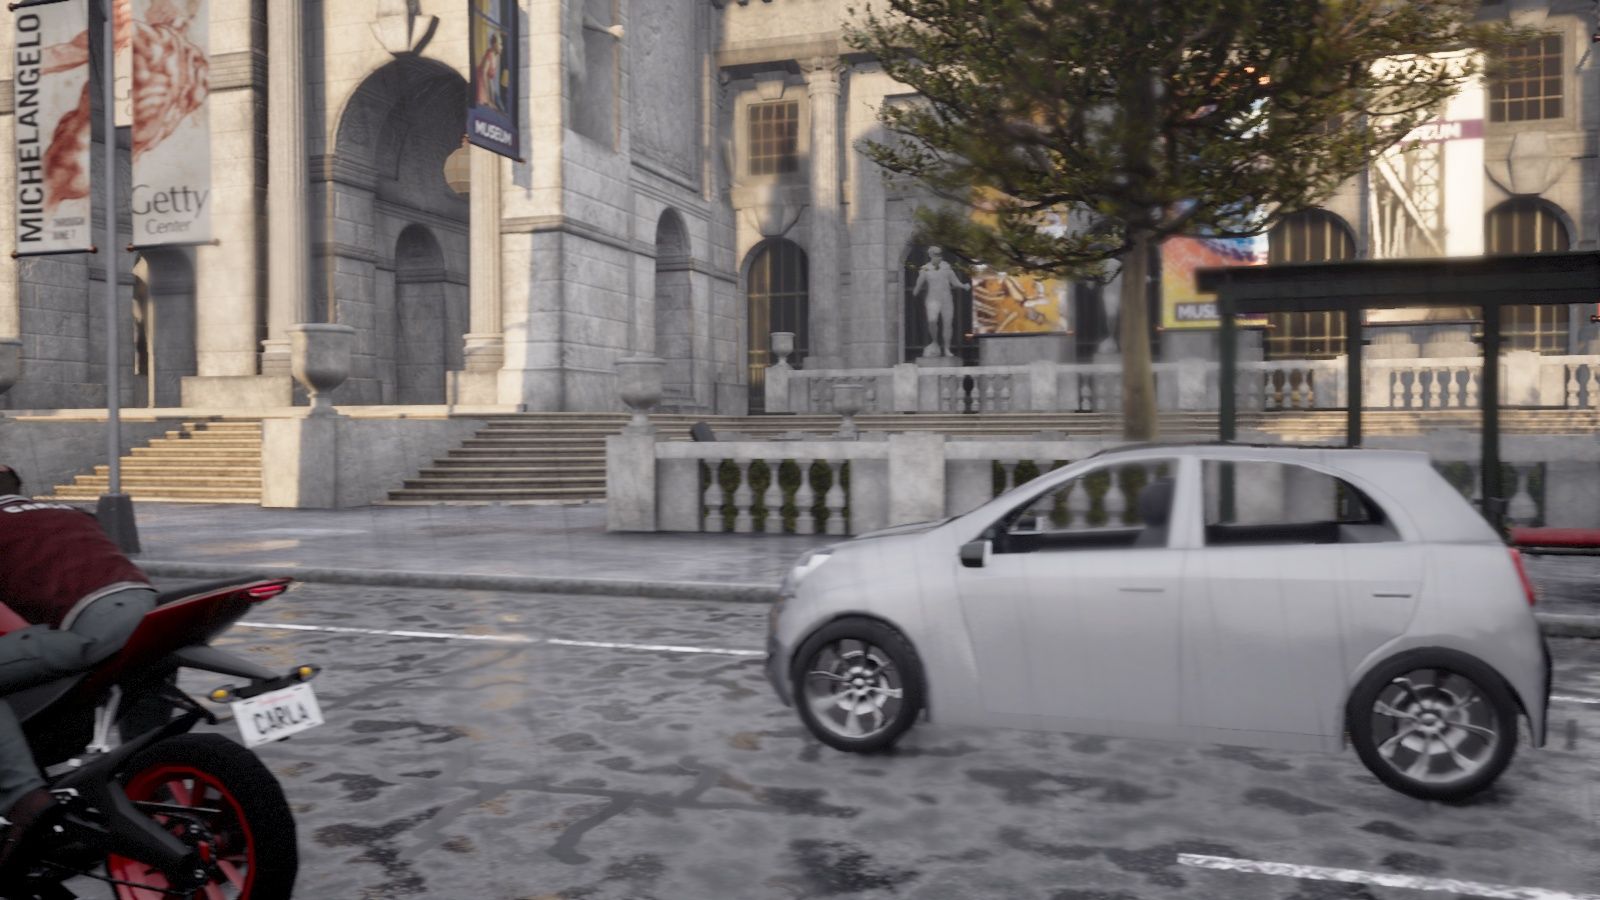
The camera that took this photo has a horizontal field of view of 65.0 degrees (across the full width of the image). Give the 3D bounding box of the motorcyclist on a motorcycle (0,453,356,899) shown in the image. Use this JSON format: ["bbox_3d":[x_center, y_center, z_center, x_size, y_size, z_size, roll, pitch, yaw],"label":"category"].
[{"bbox_3d":[-2.642,0.786,4.081,2.191,1.530,0.866,1,1,19],"label":"motorcyclist on a motorcycle"}]

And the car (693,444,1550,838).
[{"bbox_3d":[1.502,0.745,6.380,3.633,1.501,1.845,1,1,19],"label":"car"}]
